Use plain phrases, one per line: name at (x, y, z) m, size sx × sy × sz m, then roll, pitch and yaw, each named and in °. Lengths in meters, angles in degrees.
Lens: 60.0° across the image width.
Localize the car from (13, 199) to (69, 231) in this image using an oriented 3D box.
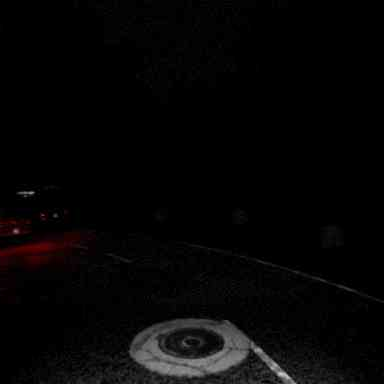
car at (-9.014, 1.274, 18.096) m, size 4.553 × 1.767 × 2.097 m, roll -1°, pitch 1°, yaw 23°

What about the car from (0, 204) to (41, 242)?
car at (-9.181, 1.447, 14.681) m, size 5.008 × 1.535 × 1.882 m, roll -1°, pitch 1°, yaw 31°

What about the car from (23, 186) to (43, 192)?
car at (-31.029, -0.859, 65.139) m, size 1.812 × 1.442 × 4.674 m, roll -1°, pitch 5°, yaw 9°

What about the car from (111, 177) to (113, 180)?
car at (-22.772, -3.608, 90.391) m, size 1.994 × 1.385 × 4.181 m, roll -1°, pitch 5°, yaw 8°
